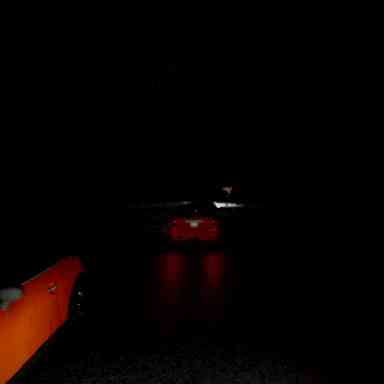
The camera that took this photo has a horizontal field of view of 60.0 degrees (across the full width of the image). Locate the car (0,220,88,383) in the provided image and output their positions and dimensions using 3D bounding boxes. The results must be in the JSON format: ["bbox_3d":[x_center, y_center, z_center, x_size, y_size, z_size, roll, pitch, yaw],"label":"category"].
[{"bbox_3d":[-2.850,1.340,3.874,2.097,1.767,4.553,0,0,0],"label":"car"}]

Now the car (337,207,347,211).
[{"bbox_3d":[26.385,4.042,56.614,2.435,2.045,5.566,0,0,-18],"label":"car"}]

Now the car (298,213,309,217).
[{"bbox_3d":[17.545,4.042,56.843,2.435,2.045,5.566,0,0,-18],"label":"car"}]

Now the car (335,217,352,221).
[{"bbox_3d":[19.808,4.293,39.817,2.435,2.045,5.566,0,2,-18],"label":"car"}]

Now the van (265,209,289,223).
[{"bbox_3d":[14.533,4.068,57.067,1.878,1.987,4.442,0,0,-18],"label":"van"}]

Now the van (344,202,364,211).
[{"bbox_3d":[40.805,3.665,83.828,4.442,1.987,1.878,-1,1,-17],"label":"van"}]

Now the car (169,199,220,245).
[{"bbox_3d":[0.091,1.305,15.353,2.097,1.767,4.553,0,0,0],"label":"car"}]

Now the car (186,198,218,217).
[{"bbox_3d":[1.049,1.403,31.076,1.837,1.490,4.892,-2,-1,16],"label":"car"}]

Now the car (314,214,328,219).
[{"bbox_3d":[20.502,4.042,56.750,2.435,2.045,5.566,0,0,-18],"label":"car"}]

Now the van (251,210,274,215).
[{"bbox_3d":[11.575,4.068,57.159,1.878,1.987,4.442,0,0,-18],"label":"van"}]
